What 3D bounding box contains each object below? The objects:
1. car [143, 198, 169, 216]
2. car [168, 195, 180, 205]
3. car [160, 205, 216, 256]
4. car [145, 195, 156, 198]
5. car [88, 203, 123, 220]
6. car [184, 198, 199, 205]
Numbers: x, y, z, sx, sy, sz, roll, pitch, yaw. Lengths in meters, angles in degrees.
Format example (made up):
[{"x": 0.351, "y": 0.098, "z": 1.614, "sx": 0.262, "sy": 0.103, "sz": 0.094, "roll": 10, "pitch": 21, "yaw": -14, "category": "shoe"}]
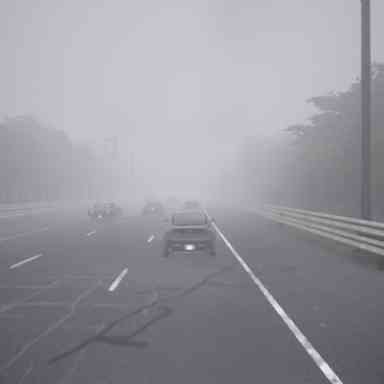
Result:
[{"x": -3.636, "y": 1.546, "z": 32.657, "sx": 1.994, "sy": 1.385, "sz": 4.181, "roll": 0, "pitch": 0, "yaw": 0, "category": "car"}, {"x": -3.222, "y": 1.301, "z": 58.588, "sx": 2.097, "sy": 1.767, "sz": 4.553, "roll": 0, "pitch": 0, "yaw": 2, "category": "car"}, {"x": -0.095, "y": 1.497, "z": 13.073, "sx": 1.837, "sy": 1.490, "sz": 4.892, "roll": 0, "pitch": 1, "yaw": 0, "category": "car"}, {"x": -6.802, "y": 1.318, "z": 55.492, "sx": 2.097, "sy": 1.767, "sz": 4.553, "roll": 0, "pitch": 0, "yaw": 1, "category": "car"}, {"x": -7.159, "y": 1.595, "z": 28.109, "sx": 1.895, "sy": 1.301, "sz": 4.718, "roll": 0, "pitch": 0, "yaw": 0, "category": "car"}, {"x": -0.060, "y": 1.494, "z": 41.383, "sx": 1.812, "sy": 1.442, "sz": 4.674, "roll": 0, "pitch": 0, "yaw": 1, "category": "car"}]
